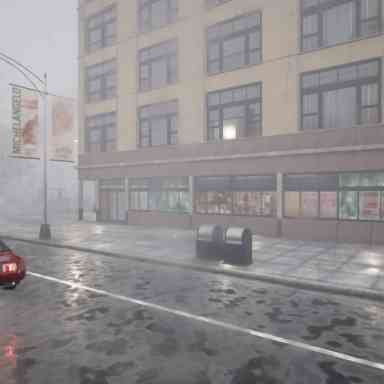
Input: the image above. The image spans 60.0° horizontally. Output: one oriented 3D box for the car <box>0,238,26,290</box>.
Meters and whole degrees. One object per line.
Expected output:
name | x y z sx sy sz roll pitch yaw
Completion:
car | -5.719 1.602 8.155 1.895 1.301 4.718 0 0 -42
